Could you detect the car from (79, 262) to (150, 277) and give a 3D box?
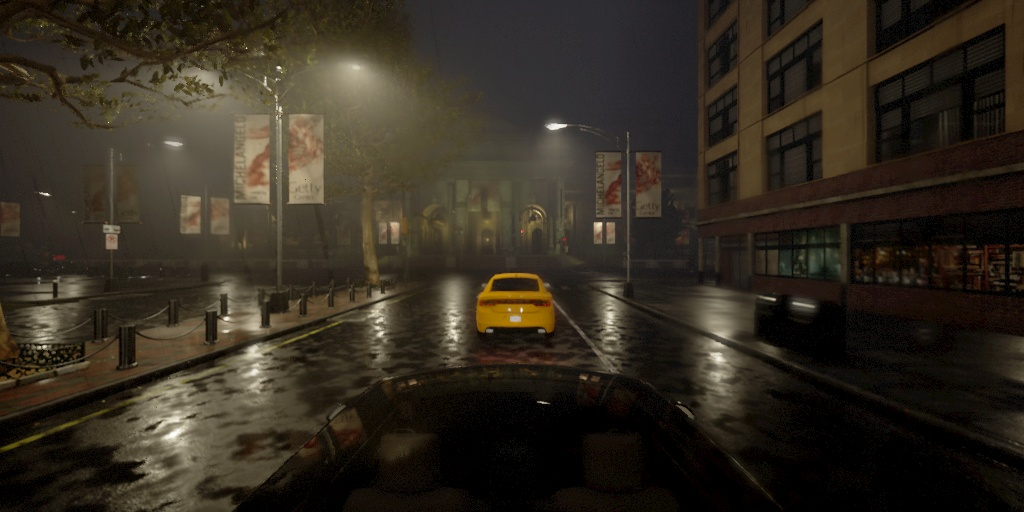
[{"bbox_3d":[-38.513,1.325,34.793,4.181,1.385,1.994,0,0,0],"label":"car"}]

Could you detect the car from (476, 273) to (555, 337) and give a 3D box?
[{"bbox_3d":[0.119,1.230,10.350,1.882,1.535,5.008,0,0,1],"label":"car"}]

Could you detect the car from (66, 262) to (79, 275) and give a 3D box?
[{"bbox_3d":[-47.010,1.309,38.345,5.357,1.411,2.033,0,0,0],"label":"car"}]

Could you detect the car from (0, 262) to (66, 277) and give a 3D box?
[{"bbox_3d":[-47.082,1.286,34.831,4.674,1.442,1.812,0,0,0],"label":"car"}]

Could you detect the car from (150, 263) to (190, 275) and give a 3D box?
[{"bbox_3d":[-37.404,1.363,38.291,4.718,1.301,1.895,0,0,0],"label":"car"}]
